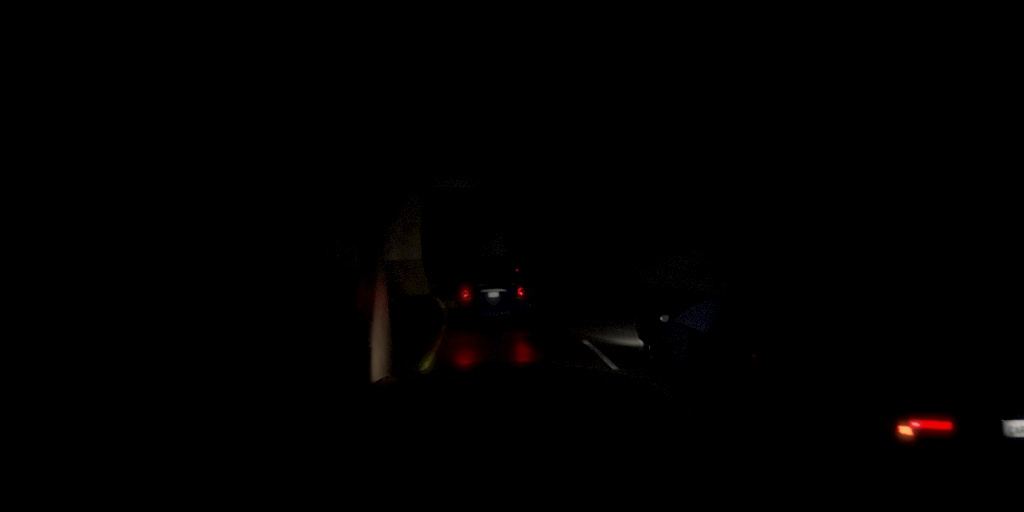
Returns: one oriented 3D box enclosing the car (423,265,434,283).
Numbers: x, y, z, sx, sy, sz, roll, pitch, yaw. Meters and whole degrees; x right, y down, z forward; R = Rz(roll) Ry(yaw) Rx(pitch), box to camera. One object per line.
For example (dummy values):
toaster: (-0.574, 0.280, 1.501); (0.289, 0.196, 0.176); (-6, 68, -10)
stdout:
car: (-7.991, 1.413, 28.863); (1.882, 1.535, 5.008); (-1, 0, -35)

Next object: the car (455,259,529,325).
car: (-0.851, 1.132, 12.284); (2.097, 1.767, 4.553); (-1, 0, -9)

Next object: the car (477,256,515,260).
car: (-1.455, 1.030, 25.032); (2.150, 2.045, 5.566); (-1, 0, -27)

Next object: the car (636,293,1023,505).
car: (3.488, 1.237, 4.977); (2.033, 1.411, 5.357); (-1, 0, 0)
